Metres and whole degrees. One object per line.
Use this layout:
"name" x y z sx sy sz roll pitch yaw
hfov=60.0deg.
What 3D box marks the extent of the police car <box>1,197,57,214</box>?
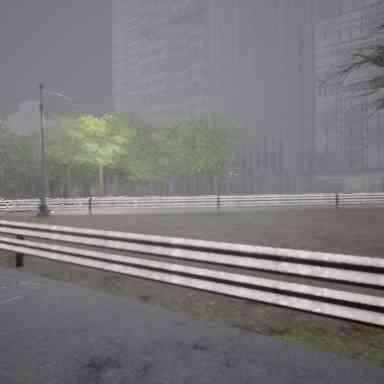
"police car" -15.774 1.278 32.148 4.974 1.542 2.038 -1 0 6
